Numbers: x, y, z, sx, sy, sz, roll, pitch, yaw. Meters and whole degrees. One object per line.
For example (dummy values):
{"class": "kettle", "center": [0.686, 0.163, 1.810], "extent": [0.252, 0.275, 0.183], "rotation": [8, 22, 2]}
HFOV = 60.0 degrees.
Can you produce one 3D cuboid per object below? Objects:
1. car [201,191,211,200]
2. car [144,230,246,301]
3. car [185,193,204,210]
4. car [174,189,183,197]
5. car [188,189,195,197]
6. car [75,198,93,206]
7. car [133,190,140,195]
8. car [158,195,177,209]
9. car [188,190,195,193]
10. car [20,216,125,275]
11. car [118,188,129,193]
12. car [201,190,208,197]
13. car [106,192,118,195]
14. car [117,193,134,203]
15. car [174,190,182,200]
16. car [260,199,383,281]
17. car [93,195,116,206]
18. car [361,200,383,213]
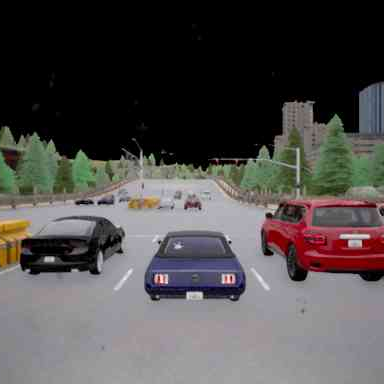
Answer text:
{"class": "car", "center": [3.410, 0.770, 79.865], "extent": [2.150, 2.045, 5.566], "rotation": [0, 3, 0]}
{"class": "car", "center": [0.069, 1.598, 8.255], "extent": [1.895, 1.301, 4.718], "rotation": [0, 0, 0]}
{"class": "car", "center": [0.106, 1.339, 43.667], "extent": [2.097, 1.767, 4.553], "rotation": [0, 0, 0]}
{"class": "car", "center": [-3.646, 0.269, 90.251], "extent": [2.033, 1.411, 5.357], "rotation": [0, 7, 0]}
{"class": "car", "center": [-0.146, 0.254, 90.268], "extent": [1.812, 1.442, 4.674], "rotation": [0, 7, 0]}
{"class": "car", "center": [-17.571, 1.584, 54.398], "extent": [1.895, 1.301, 4.718], "rotation": [0, 0, 0]}
{"class": "car", "center": [-14.119, 0.320, 85.161], "extent": [1.812, 1.442, 4.674], "rotation": [0, 5, 0]}
{"class": "car", "center": [-3.393, 1.512, 44.994], "extent": [1.812, 1.442, 4.674], "rotation": [0, 0, 0]}
{"class": "car", "center": [-0.092, 1.048, 80.250], "extent": [2.128, 1.511, 4.902], "rotation": [0, 3, 0]}
{"class": "car", "center": [-3.420, 1.474, 10.481], "extent": [1.882, 1.535, 5.008], "rotation": [0, 0, 0]}
{"class": "car", "center": [-17.619, 0.024, 85.088], "extent": [2.150, 2.045, 5.566], "rotation": [0, 5, 0]}
{"class": "car", "center": [3.353, 0.321, 90.325], "extent": [1.895, 1.301, 4.718], "rotation": [0, 7, 0]}
{"class": "car", "center": [-17.537, 1.285, 69.900], "extent": [2.097, 1.767, 4.553], "rotation": [0, 1, 0]}
{"class": "car", "center": [-14.037, 1.472, 69.846], "extent": [2.033, 1.411, 5.357], "rotation": [0, 1, 0]}
{"class": "car", "center": [-3.592, 1.048, 80.231], "extent": [2.128, 1.511, 4.902], "rotation": [0, 3, 0]}
{"class": "car", "center": [3.574, 1.218, 9.936], "extent": [2.150, 2.045, 5.566], "rotation": [0, 0, 0]}
{"class": "car", "center": [-14.075, 1.584, 54.359], "extent": [1.895, 1.301, 4.718], "rotation": [0, 0, 0]}
{"class": "car", "center": [21.141, 1.590, 35.914], "extent": [4.718, 1.301, 1.895], "rotation": [0, 0, 0]}
